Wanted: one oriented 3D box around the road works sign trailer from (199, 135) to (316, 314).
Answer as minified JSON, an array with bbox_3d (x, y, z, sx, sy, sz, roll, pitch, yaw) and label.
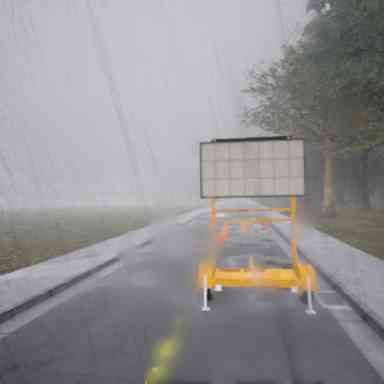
[{"bbox_3d":[1.414,0.530,7.805,2.380,3.560,2.880,-1,-1,8],"label":"road works sign trailer"}]
